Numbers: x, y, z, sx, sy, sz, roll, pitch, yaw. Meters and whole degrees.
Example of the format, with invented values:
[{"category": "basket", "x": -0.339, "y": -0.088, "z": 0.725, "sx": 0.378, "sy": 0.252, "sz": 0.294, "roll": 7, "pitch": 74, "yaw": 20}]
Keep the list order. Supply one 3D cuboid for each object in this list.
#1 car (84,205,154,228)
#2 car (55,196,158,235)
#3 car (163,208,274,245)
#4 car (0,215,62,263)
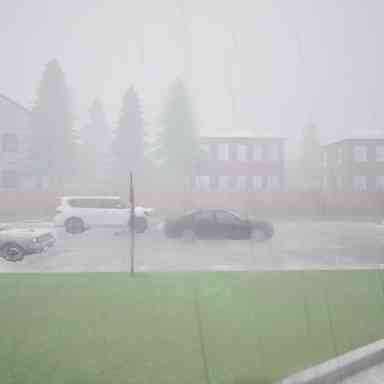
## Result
[{"category": "car", "x": -4.705, "y": 1.583, "z": 21.939, "sx": 4.181, "sy": 1.385, "sz": 1.994, "roll": 0, "pitch": 0, "yaw": -3}, {"category": "car", "x": -4.662, "y": 1.237, "z": 18.442, "sx": 5.566, "sy": 2.045, "sz": 2.150, "roll": 0, "pitch": 0, "yaw": -3}, {"category": "car", "x": 1.205, "y": 1.499, "z": 15.244, "sx": 5.008, "sy": 1.535, "sz": 1.882, "roll": 0, "pitch": 0, "yaw": -3}, {"category": "car", "x": -7.228, "y": 1.600, "z": 11.303, "sx": 4.718, "sy": 1.301, "sz": 1.895, "roll": 0, "pitch": 0, "yaw": -3}]
